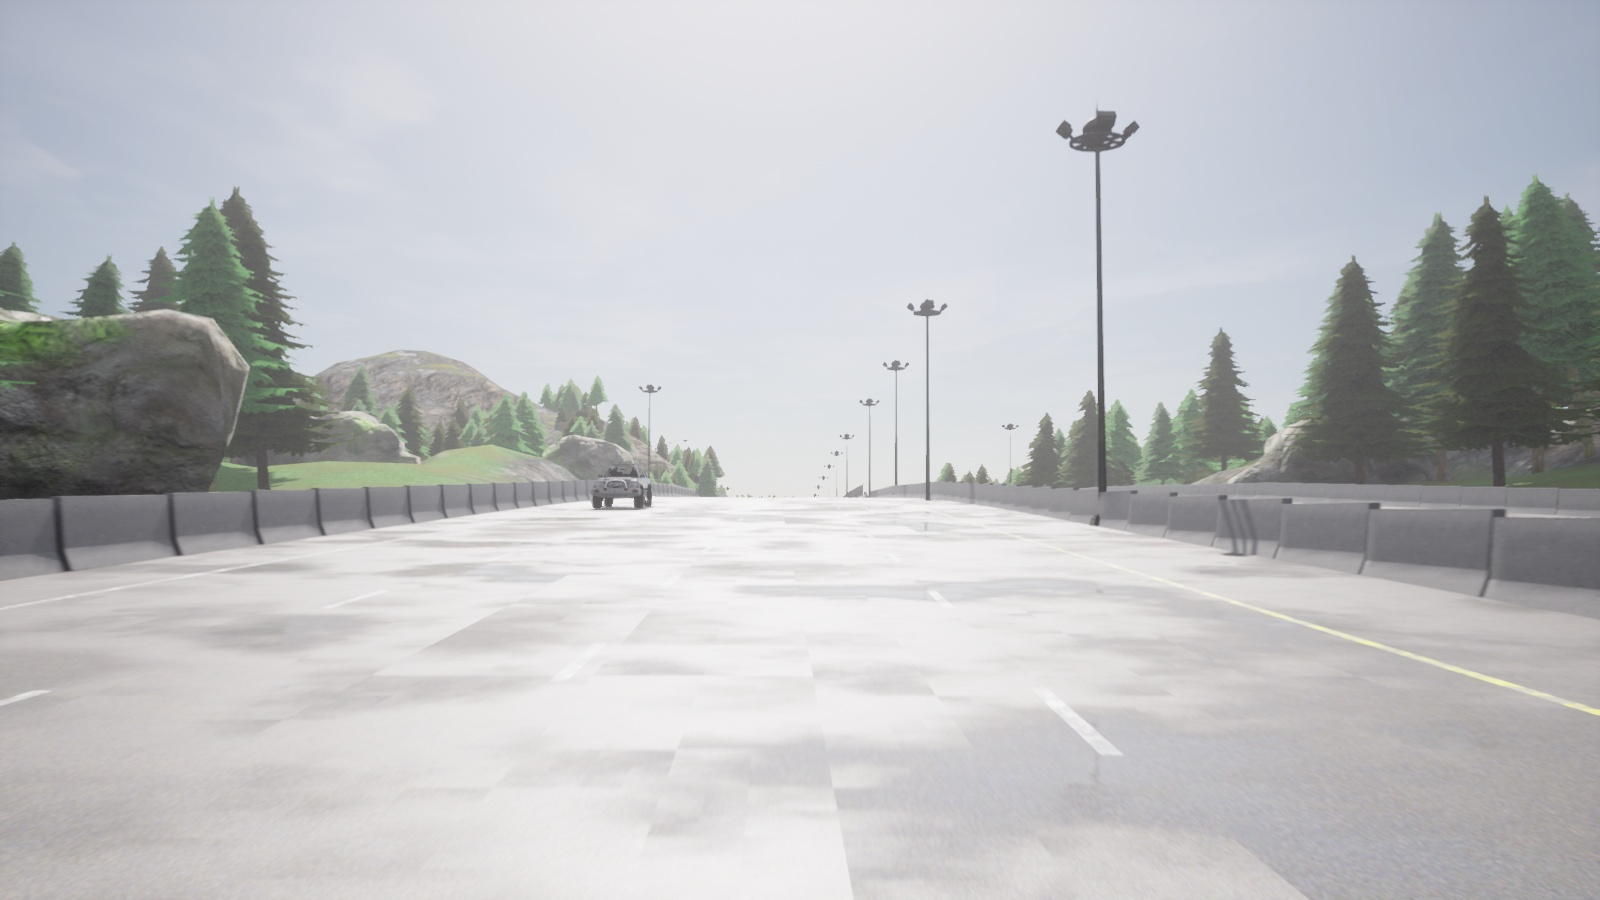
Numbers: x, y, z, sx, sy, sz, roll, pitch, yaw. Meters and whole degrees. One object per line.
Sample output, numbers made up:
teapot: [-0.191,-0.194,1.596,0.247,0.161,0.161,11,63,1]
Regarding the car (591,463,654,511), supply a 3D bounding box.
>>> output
car: [-7.125,1.483,50.798,1.932,1.855,4.605,0,-1,0]
